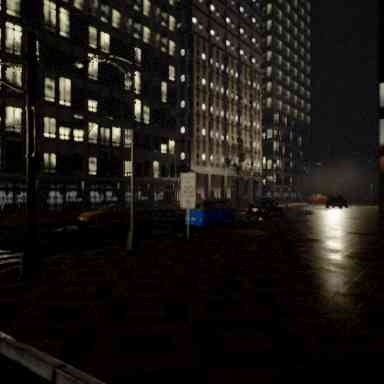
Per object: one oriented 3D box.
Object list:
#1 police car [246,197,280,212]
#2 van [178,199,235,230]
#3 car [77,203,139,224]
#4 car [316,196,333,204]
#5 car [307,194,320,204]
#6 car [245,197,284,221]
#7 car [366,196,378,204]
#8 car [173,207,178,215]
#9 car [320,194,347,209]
[{"bbox_3d":[8.538,1.463,39.686,1.930,1.638,5.238,0,0,38],"label":"police car"},{"bbox_3d":[1.207,1.371,21.260,1.690,1.788,3.998,0,0,38],"label":"van"},{"bbox_3d":[-6.183,1.545,24.972,1.752,1.417,4.829,0,0,38],"label":"car"},{"bbox_3d":[27.065,1.629,67.974,2.008,1.369,4.403,0,0,38],"label":"car"},{"bbox_3d":[23.672,1.385,63.565,2.192,1.841,5.009,0,0,38],"label":"car"},{"bbox_3d":[6.168,1.475,27.891,1.967,1.590,4.097,0,0,38],"label":"car"},{"bbox_3d":[36.702,1.661,67.577,1.947,1.339,4.313,0,0,38],"label":"car"},{"bbox_3d":[-0.077,1.609,32.696,1.802,1.307,4.206,0,0,38],"label":"car"},{"bbox_3d":[19.739,1.371,45.530,2.192,1.841,5.009,0,0,38],"label":"car"}]
